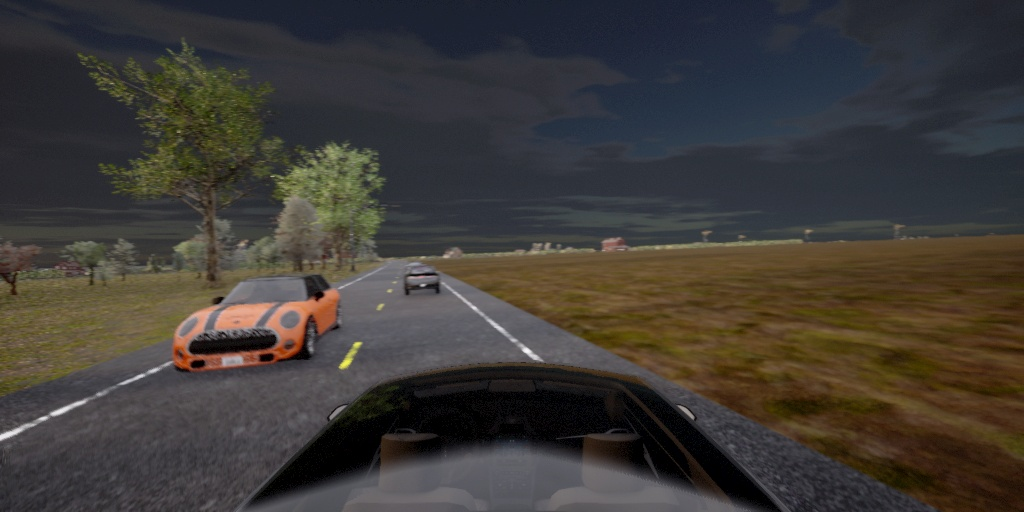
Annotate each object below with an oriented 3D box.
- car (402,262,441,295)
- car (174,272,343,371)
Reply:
[{"bbox_3d":[-5.139,1.283,20.429,2.128,1.511,4.902,-2,0,-16],"label":"car"},{"bbox_3d":[-5.437,1.227,8.339,2.097,1.767,4.553,-2,0,-16],"label":"car"}]
